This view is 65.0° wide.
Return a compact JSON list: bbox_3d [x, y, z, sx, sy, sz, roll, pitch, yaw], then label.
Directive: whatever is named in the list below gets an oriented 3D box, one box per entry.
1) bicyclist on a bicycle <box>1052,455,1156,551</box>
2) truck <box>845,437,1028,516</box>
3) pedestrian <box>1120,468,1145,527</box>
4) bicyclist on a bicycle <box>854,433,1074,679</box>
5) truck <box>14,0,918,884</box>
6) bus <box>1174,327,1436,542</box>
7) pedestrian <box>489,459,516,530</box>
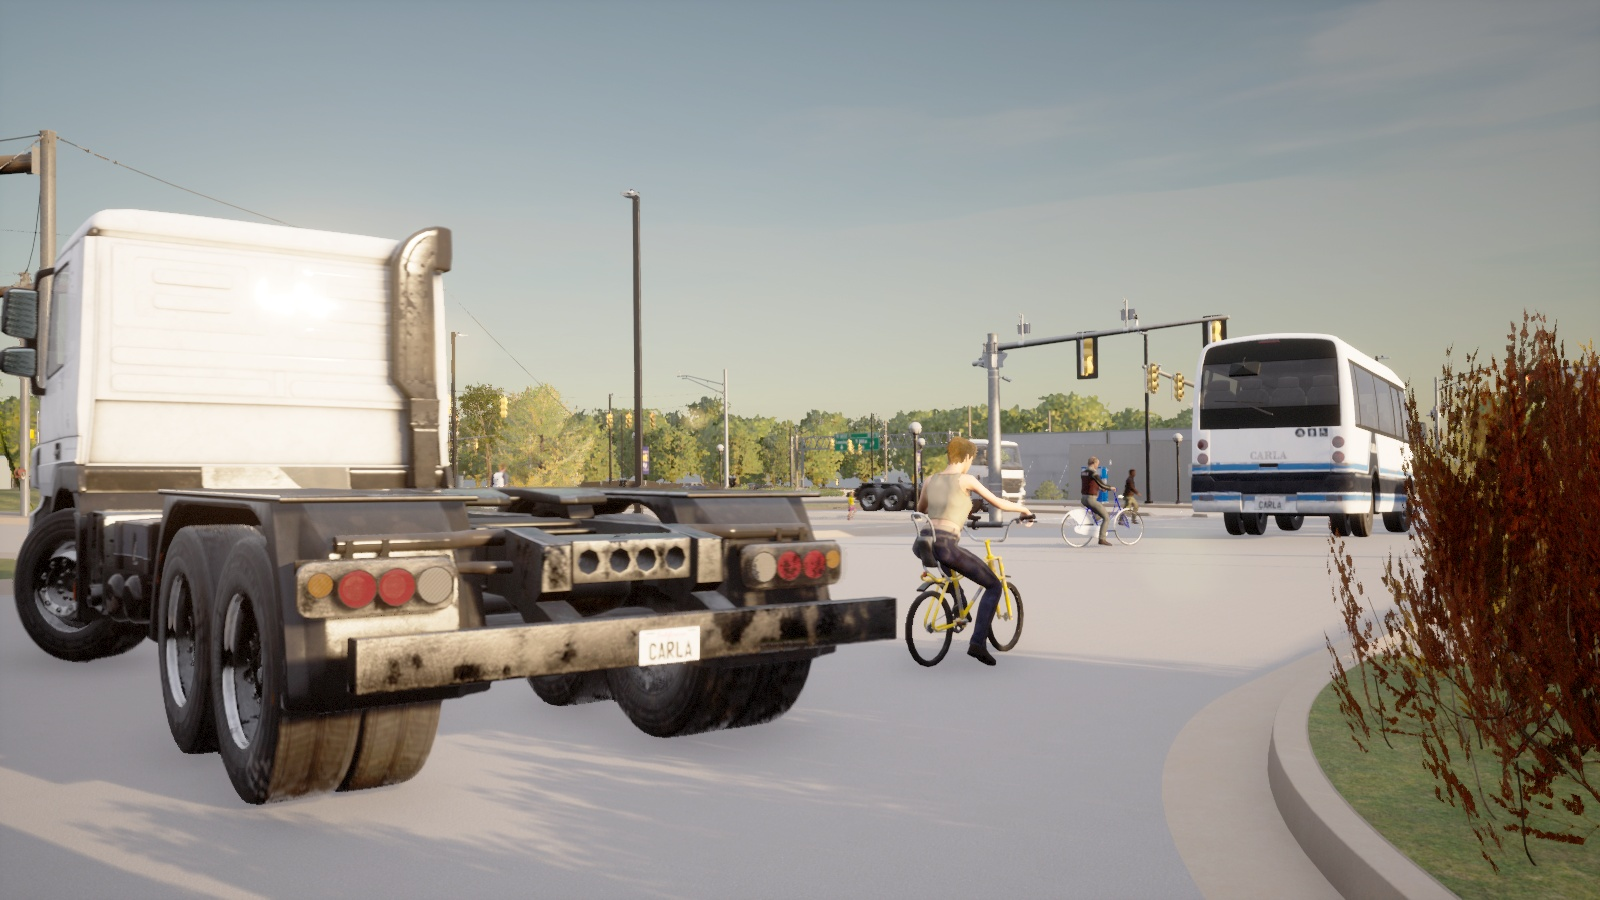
[{"bbox_3d":[5.915,1.020,24.438,1.843,1.776,0.659,-1,-1,-17],"label":"bicyclist on a bicycle"},{"bbox_3d":[6.251,1.166,58.075,7.936,3.462,2.891,0,-1,33],"label":"truck"},{"bbox_3d":[10.477,1.482,39.590,0.703,1.840,0.431,-1,-1,17],"label":"pedestrian"},{"bbox_3d":[1.214,0.712,9.109,0.866,1.612,1.509,-2,-2,42],"label":"bicyclist on a bicycle"},{"bbox_3d":[-3.012,-0.172,8.355,2.891,3.462,7.936,1,-1,-38],"label":"truck"},{"bbox_3d":[12.500,-0.078,30.271,3.944,4.253,10.273,-1,-3,33],"label":"bus"},{"bbox_3d":[-7.827,1.170,33.047,0.354,1.836,0.706,-1,-1,23],"label":"pedestrian"}]
